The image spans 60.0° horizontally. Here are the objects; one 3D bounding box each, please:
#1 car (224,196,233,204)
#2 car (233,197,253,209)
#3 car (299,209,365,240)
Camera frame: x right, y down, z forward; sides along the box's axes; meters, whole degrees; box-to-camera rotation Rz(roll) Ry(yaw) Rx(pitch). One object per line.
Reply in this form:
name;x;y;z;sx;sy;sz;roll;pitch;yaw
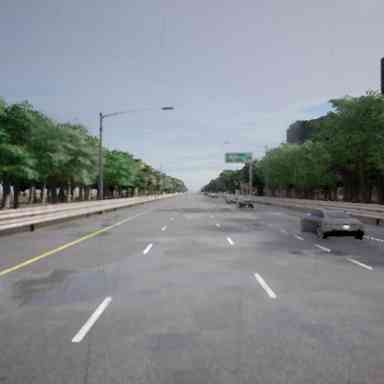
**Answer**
car;7.189;1.536;62.735;2.033;1.411;5.357;0;0;0
car;7.093;1.507;45.072;1.837;1.490;4.892;0;0;0
car;7.010;1.569;17.111;1.994;1.385;4.181;0;0;0
